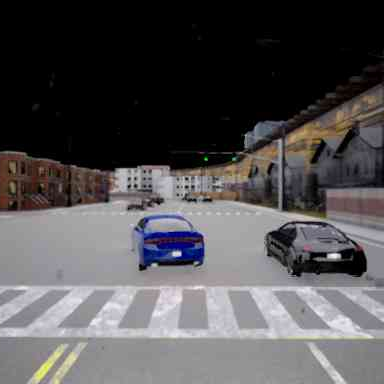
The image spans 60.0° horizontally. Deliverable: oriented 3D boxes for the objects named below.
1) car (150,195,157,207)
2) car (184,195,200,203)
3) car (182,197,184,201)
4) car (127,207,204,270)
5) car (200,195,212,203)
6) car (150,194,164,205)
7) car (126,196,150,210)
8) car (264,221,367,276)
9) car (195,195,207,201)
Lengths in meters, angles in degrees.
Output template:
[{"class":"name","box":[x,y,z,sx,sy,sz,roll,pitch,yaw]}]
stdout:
[{"class":"car","box":[-7.037,1.668,51.747,1.812,1.442,4.674,0,0,0]},{"class":"car","box":[0.005,1.552,75.076,2.097,1.767,4.553,0,0,-3]},{"class":"car","box":[-1.154,1.646,85.197,2.033,1.411,5.357,0,0,-17]},{"class":"car","box":[-1.026,1.509,11.355,1.882,1.535,5.008,1,0,-14]},{"class":"car","box":[3.494,1.680,75.963,1.882,1.535,5.008,0,0,-3]},{"class":"car","box":[-6.982,1.392,61.982,2.150,2.045,5.566,0,0,0]},{"class":"car","box":[-7.072,1.470,42.948,2.097,1.767,4.553,0,0,0]},{"class":"car","box":[3.598,1.594,10.419,1.994,1.385,4.181,0,0,0]},{"class":"car","box":[2.243,1.626,86.045,1.812,1.442,4.674,0,0,-17]}]
